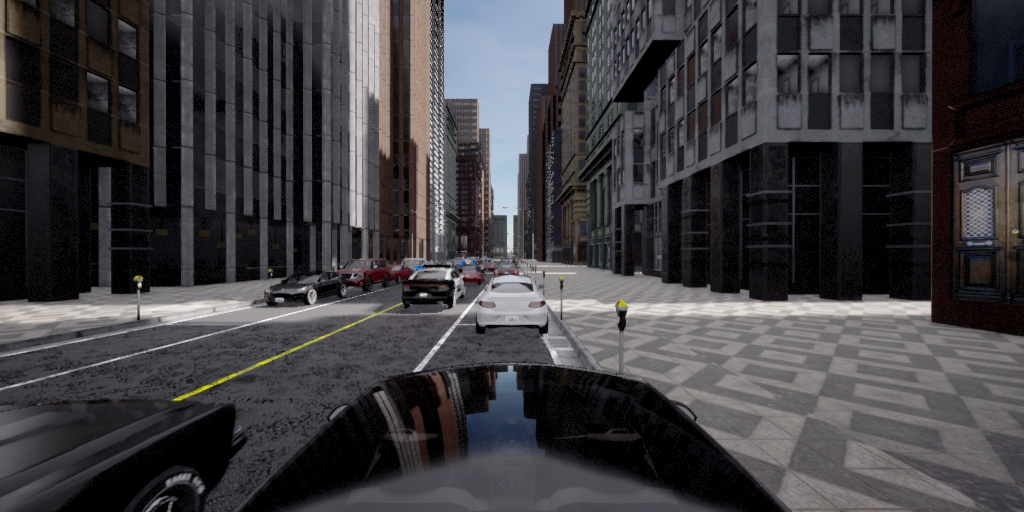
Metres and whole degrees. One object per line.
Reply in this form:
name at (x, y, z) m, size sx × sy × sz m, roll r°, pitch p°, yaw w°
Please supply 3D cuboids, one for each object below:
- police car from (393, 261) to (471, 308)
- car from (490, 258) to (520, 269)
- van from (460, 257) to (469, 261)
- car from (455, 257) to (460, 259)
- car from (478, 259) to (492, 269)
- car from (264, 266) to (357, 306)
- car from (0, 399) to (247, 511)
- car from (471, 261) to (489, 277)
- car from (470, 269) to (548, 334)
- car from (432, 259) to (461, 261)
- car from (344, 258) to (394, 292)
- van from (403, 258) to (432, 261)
police car at (-3.146, 1.174, 15.285) m, size 1.930 × 1.638 × 5.238 m, roll 0°, pitch 0°, yaw 0°
car at (-0.383, 1.189, 27.203) m, size 1.967 × 1.591 × 4.097 m, roll 0°, pitch 0°, yaw 0°
van at (-8.908, 1.090, 61.014) m, size 1.690 × 1.789 × 3.998 m, roll 0°, pitch 0°, yaw 0°
car at (-8.908, 1.189, 49.741) m, size 1.967 × 1.591 × 4.097 m, roll 0°, pitch 0°, yaw 0°
car at (-3.052, 1.350, 46.810) m, size 1.895 × 1.301 × 4.718 m, roll 0°, pitch 0°, yaw 0°
car at (-8.908, 1.315, 15.920) m, size 1.948 × 1.339 × 4.313 m, roll 0°, pitch 0°, yaw 0°
car at (-3.055, 1.351, 0.696) m, size 1.895 × 1.301 × 4.718 m, roll 0°, pitch 0°, yaw 0°
car at (-3.067, 1.314, 26.639) m, size 1.994 × 1.385 × 4.181 m, roll 0°, pitch 0°, yaw 0°
car at (0.003, 1.275, 10.501) m, size 1.812 × 1.442 × 4.674 m, roll 0°, pitch 0°, yaw 0°
car at (-6.240, 1.274, 33.668) m, size 1.812 × 1.442 × 4.674 m, roll 0°, pitch 0°, yaw 0°
car at (-8.908, 1.064, 21.556) m, size 2.192 × 1.841 × 5.009 m, roll 0°, pitch 0°, yaw 0°
van at (-8.908, 1.090, 32.830) m, size 1.690 × 1.789 × 3.998 m, roll 0°, pitch 0°, yaw 0°
